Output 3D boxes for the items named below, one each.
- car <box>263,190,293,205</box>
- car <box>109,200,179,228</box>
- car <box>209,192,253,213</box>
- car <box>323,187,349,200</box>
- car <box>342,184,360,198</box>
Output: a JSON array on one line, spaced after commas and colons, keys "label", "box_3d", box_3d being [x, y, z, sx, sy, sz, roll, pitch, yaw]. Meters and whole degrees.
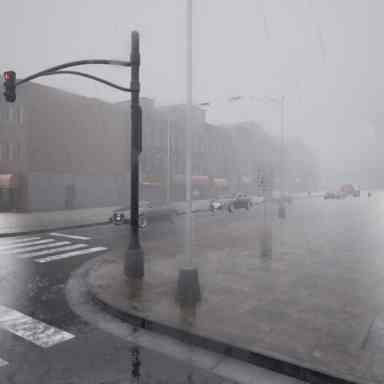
[{"label": "car", "box_3d": [9.190, 0.573, 35.274, 1.812, 1.442, 4.674, 0, 2, 36]}, {"label": "car", "box_3d": [-2.613, 1.128, 18.737, 1.994, 1.385, 4.181, 0, 2, 36]}, {"label": "car", "box_3d": [3.221, 0.795, 26.916, 2.128, 1.511, 4.902, 0, 2, 35]}, {"label": "car", "box_3d": [18.786, 0.379, 43.655, 1.895, 1.301, 4.718, 0, 2, 36]}, {"label": "car", "box_3d": [24.666, -0.222, 51.873, 2.150, 2.045, 5.566, 0, 2, 35]}]
